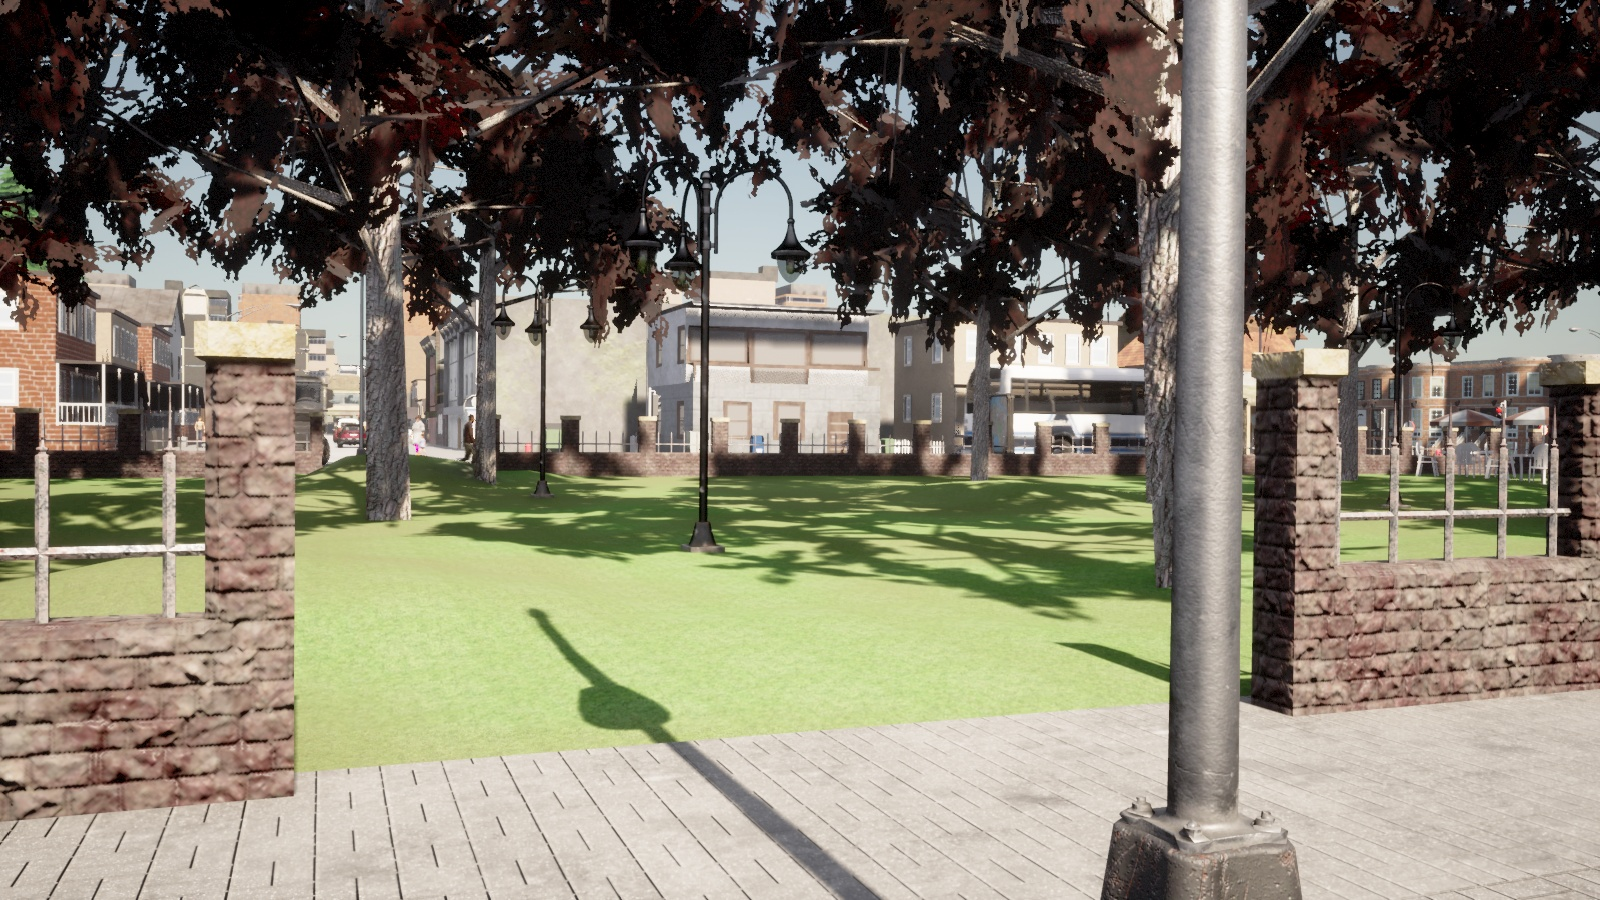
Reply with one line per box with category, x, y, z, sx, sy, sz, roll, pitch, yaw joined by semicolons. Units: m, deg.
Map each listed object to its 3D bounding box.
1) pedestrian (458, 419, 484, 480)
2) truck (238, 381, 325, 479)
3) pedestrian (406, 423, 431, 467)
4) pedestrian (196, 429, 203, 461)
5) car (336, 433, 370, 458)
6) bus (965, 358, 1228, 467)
pedestrian;-10.056;-0.008;38.388;0.703;1.840;0.431;-1;1;-20
truck;-20.104;-0.758;48.607;2.891;3.462;7.936;0;1;-23
pedestrian;-17.260;-0.230;56.814;0.659;1.952;0.873;0;1;39
pedestrian;-35.006;-0.305;73.206;0.345;1.836;0.594;-1;1;-21
car;-30.305;-0.329;85.098;2.033;1.649;4.856;-1;1;-21
bus;12.420;-1.569;52.643;10.273;4.253;3.944;-1;1;-21
